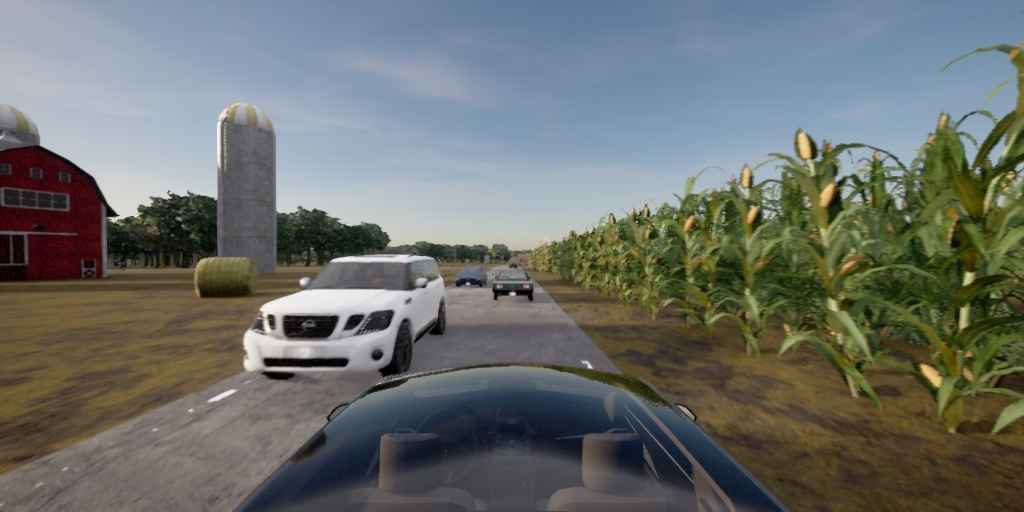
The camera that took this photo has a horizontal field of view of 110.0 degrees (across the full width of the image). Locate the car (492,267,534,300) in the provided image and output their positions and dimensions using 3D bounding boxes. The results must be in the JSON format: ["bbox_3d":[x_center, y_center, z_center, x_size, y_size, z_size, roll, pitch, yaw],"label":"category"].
[{"bbox_3d":[0.048,1.404,18.175,1.895,1.301,4.718,0,0,0],"label":"car"}]

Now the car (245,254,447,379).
[{"bbox_3d":[-2.827,0.976,7.636,2.150,2.045,5.566,0,0,0],"label":"car"}]

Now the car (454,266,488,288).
[{"bbox_3d":[-2.740,1.399,25.238,2.033,1.411,5.357,0,-1,1],"label":"car"}]
